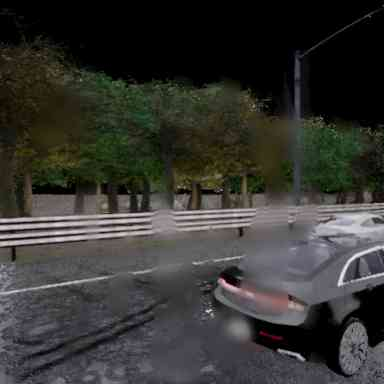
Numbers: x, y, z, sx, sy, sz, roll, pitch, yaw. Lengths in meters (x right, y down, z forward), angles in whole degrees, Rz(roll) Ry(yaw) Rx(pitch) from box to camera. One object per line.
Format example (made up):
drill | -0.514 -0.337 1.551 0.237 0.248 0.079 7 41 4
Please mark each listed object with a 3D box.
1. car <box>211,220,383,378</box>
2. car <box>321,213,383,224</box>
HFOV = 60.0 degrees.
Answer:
car | 2.576 1.484 5.534 4.902 1.511 2.128 0 0 -35
car | 6.271 1.505 12.335 4.674 1.442 1.812 0 0 -34
